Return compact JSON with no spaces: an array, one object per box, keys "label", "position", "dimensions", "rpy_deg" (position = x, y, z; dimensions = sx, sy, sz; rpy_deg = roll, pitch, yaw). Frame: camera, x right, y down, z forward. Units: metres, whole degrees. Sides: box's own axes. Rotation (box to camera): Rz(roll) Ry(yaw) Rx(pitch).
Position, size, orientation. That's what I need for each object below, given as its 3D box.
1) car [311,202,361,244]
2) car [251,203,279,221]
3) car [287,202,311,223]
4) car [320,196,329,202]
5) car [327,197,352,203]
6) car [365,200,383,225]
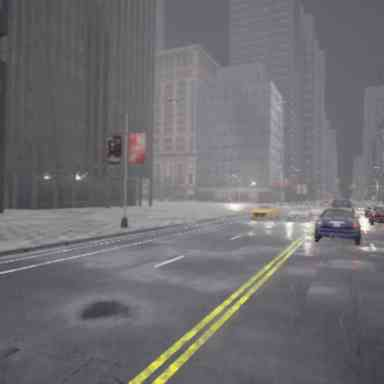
[{"label":"car","position":[7.855,1.639,17.879],"dimensions":[2.097,1.767,4.553],"rpy_deg":[1,-1,25]},{"label":"car","position":[7.131,1.877,32.193],"dimensions":[1.882,1.535,5.008],"rpy_deg":[1,-1,25]},{"label":"car","position":[10.072,1.962,30.812],"dimensions":[1.812,1.442,4.674],"rpy_deg":[1,-1,25]},{"label":"car","position":[27.262,1.878,67.459],"dimensions":[2.150,2.045,5.566],"rpy_deg":[1,-1,25]},{"label":"car","position":[15.633,1.785,34.581],"dimensions":[2.150,2.045,5.566],"rpy_deg":[1,0,25]},{"label":"car","position":[16.126,1.865,28.046],"dimensions":[2.097,1.767,4.553],"rpy_deg":[1,-1,25]}]
